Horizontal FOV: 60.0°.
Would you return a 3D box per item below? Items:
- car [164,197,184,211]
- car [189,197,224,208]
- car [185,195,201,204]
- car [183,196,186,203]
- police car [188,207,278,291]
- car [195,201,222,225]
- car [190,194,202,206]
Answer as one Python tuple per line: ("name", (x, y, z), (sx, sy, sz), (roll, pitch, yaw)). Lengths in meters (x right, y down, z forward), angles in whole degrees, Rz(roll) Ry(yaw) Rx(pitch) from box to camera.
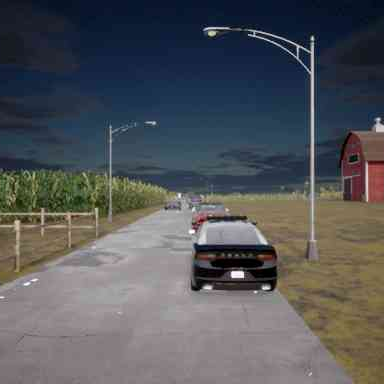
("car", (-2.360, 1.633, 41.574), (1.994, 1.385, 4.181), (0, 0, 1))
("car", (1.048, 1.366, 19.014), (2.097, 1.767, 4.553), (0, 0, 1))
("car", (0.560, 1.598, 46.486), (2.128, 1.511, 4.902), (0, 0, 1))
("car", (-1.841, 1.818, 76.733), (2.097, 1.767, 4.553), (0, -1, 1))
("police car", (0.931, 1.430, 9.153), (1.930, 1.638, 5.238), (0, 0, 1))
("car", (1.120, 1.527, 25.046), (1.837, 1.490, 4.892), (0, 0, 1))
("car", (0.717, 1.482, 60.644), (2.150, 2.045, 5.566), (0, -1, 1))
